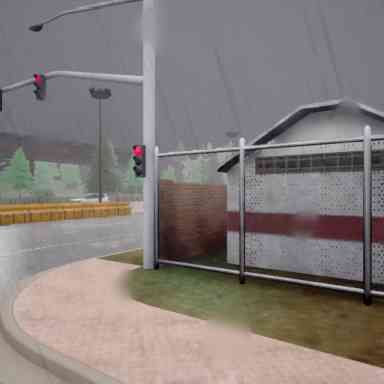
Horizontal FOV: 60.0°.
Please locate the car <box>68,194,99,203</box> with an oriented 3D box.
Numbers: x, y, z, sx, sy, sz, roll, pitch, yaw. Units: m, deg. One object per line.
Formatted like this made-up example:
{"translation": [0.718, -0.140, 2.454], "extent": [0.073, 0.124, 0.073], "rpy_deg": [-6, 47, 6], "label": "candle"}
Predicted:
{"translation": [-13.433, 1.222, 43.483], "extent": [2.150, 2.045, 5.566], "rpy_deg": [0, 0, 34], "label": "car"}
